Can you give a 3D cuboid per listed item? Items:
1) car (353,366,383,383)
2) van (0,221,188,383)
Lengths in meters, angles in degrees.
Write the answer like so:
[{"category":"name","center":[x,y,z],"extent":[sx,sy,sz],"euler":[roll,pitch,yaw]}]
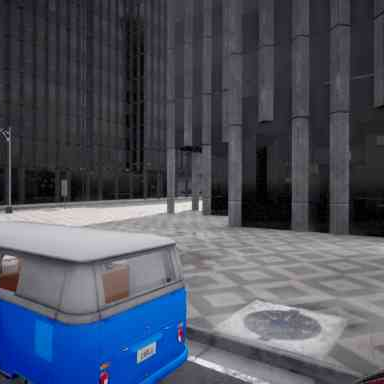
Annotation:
[{"category":"car","center":[2.548,1.440,1.149],"extent":[4.097,1.590,1.967],"euler":[0,0,35]},{"category":"van","center":[-1.953,1.341,4.353],"extent":[3.998,1.788,1.690],"euler":[0,0,35]}]
